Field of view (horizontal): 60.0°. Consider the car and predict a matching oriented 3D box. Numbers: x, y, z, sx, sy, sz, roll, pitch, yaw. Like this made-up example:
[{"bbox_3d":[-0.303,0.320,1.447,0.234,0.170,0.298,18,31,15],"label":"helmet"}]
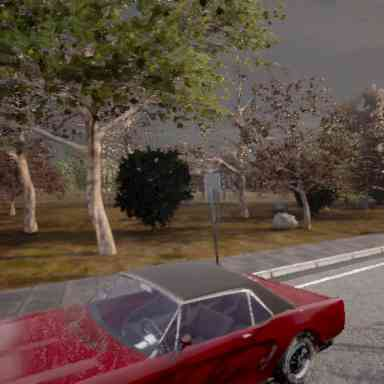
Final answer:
[{"bbox_3d":[-0.393,1.595,3.714,4.718,1.301,1.895,0,0,-36],"label":"car"}]
